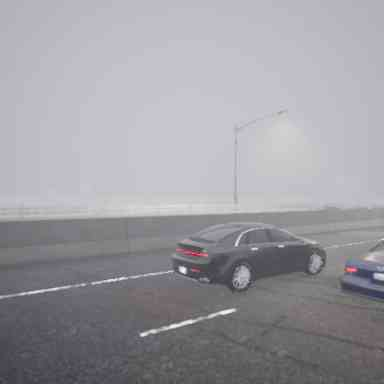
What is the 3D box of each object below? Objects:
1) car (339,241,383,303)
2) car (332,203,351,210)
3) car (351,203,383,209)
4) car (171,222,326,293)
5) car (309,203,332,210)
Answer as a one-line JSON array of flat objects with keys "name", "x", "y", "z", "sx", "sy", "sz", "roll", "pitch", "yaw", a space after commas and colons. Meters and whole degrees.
[{"name": "car", "x": 5.578, "y": 1.663, "z": 7.679, "sx": 5.357, "sy": 1.411, "sz": 2.033, "roll": 1, "pitch": -1, "yaw": -36}, {"name": "car", "x": 18.978, "y": 2.044, "z": 39.149, "sx": 4.674, "sy": 1.442, "sz": 1.812, "roll": 1, "pitch": -1, "yaw": -36}, {"name": "car", "x": 19.492, "y": 2.029, "z": 35.208, "sx": 5.357, "sy": 1.411, "sz": 2.033, "roll": 1, "pitch": -1, "yaw": -36}, {"name": "car", "x": 1.747, "y": 1.611, "z": 9.238, "sx": 4.892, "sy": 1.490, "sz": 1.837, "roll": 1, "pitch": -1, "yaw": -36}, {"name": "car", "x": 16.578, "y": 2.055, "z": 41.734, "sx": 4.674, "sy": 1.442, "sz": 1.812, "roll": 1, "pitch": -1, "yaw": -36}]
